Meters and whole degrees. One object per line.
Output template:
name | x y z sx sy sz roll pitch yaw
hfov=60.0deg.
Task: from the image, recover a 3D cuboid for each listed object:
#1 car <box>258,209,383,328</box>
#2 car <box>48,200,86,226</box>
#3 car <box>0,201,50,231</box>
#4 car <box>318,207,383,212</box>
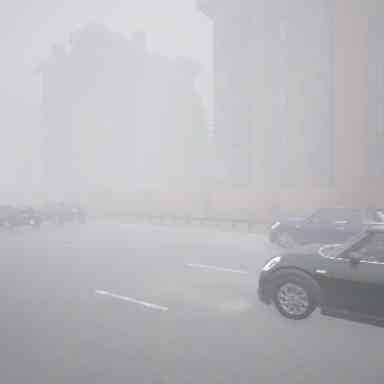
car | 3.494 1.353 5.798 4.553 1.767 2.097 0 0 36
car | -9.674 1.351 23.790 4.553 1.767 2.097 0 0 36
car | -11.186 1.503 20.569 4.892 1.490 1.837 0 0 35
car | 5.411 1.353 13.030 4.553 1.767 2.097 0 0 35
